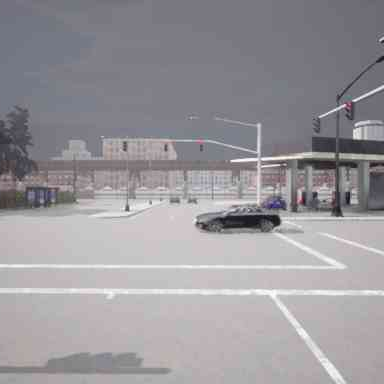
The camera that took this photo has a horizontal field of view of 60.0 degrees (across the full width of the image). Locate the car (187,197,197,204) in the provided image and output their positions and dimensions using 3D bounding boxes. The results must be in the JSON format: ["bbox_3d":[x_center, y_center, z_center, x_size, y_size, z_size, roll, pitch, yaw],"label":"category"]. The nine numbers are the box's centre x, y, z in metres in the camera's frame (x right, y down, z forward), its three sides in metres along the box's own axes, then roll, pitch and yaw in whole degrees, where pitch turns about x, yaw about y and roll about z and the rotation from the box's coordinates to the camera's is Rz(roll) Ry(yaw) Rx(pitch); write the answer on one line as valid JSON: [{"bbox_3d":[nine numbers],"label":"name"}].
[{"bbox_3d":[0.037,1.573,64.355,2.033,1.411,5.357,0,0,0],"label":"car"}]

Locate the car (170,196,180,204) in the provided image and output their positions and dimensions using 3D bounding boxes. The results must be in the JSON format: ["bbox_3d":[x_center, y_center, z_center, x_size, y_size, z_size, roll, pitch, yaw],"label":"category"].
[{"bbox_3d":[-3.361,1.518,66.278,2.128,1.511,4.902,0,0,0],"label":"car"}]

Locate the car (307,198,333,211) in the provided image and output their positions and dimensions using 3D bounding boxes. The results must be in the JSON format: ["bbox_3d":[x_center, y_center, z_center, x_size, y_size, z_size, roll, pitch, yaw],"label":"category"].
[{"bbox_3d":[15.478,1.472,40.433,1.970,1.475,3.806,0,0,0],"label":"car"}]

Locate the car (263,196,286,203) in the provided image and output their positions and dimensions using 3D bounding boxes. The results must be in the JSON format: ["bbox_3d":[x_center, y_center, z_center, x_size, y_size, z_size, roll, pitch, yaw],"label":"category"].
[{"bbox_3d":[9.733,1.311,39.674,2.242,1.667,4.611,0,0,0],"label":"car"}]

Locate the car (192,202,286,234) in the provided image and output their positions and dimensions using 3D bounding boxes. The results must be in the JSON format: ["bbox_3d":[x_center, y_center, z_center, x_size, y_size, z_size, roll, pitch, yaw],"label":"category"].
[{"bbox_3d":[2.582,1.500,18.798,4.902,1.511,2.128,0,0,-7],"label":"car"}]
